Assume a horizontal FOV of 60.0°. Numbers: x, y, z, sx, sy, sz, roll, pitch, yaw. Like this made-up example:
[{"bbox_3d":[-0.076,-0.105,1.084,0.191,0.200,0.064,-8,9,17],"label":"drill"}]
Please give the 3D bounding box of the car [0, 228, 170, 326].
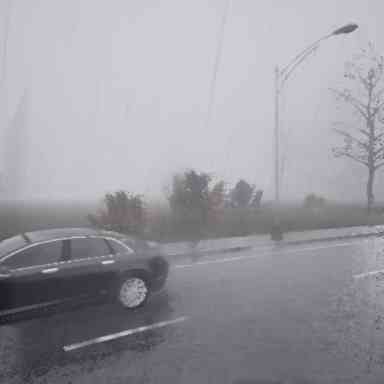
[{"bbox_3d":[-2.757,1.486,6.176,4.892,1.490,1.837,0,0,-35],"label":"car"}]
